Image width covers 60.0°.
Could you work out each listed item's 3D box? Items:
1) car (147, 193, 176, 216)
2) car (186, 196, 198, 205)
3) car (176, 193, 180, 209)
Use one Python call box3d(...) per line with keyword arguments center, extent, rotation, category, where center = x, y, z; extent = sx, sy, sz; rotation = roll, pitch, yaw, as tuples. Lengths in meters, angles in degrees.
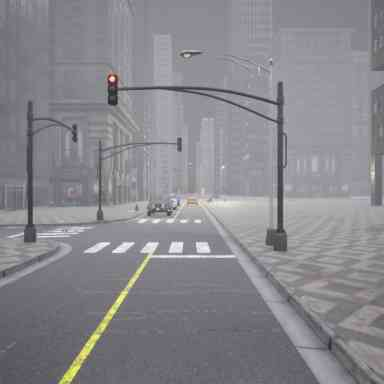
box3d(center=(-3.082, 1.221, 32.918), extent=(2.150, 2.045, 5.566), rotation=(0, 0, 0), category="car")
box3d(center=(0.024, 1.489, 57.595), extent=(1.882, 1.535, 5.008), rotation=(0, 0, 0), category="car")
box3d(center=(-3.079, 1.224, 43.365), extent=(2.150, 2.045, 5.566), rotation=(0, 0, 0), category="car")
